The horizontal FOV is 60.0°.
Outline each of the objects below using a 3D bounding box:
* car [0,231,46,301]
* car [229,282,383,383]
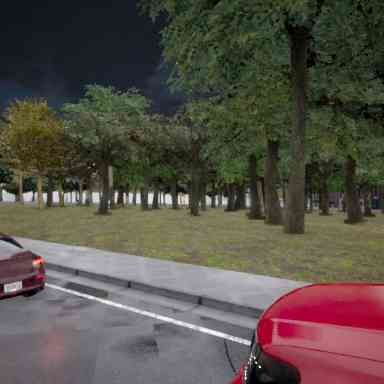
[{"bbox_3d":[-5.051,1.524,7.273,4.674,1.442,1.812,0,0,36],"label":"car"},{"bbox_3d":[2.906,1.222,1.613,5.566,2.045,2.150,0,0,35],"label":"car"}]
